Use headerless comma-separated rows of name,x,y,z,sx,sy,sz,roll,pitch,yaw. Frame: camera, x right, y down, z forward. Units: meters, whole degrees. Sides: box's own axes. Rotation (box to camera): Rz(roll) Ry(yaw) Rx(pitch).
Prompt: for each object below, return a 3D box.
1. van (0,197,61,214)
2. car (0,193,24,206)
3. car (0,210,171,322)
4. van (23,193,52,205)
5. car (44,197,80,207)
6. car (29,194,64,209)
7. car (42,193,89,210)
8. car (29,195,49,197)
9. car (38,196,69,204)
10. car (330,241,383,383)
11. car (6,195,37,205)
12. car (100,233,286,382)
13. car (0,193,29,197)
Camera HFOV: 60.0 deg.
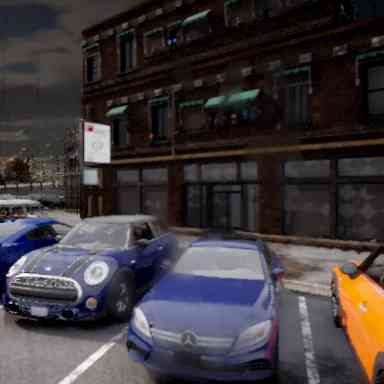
van,-6.726,1.256,11.103,1.878,1.987,4.442,0,-1,15
car,-31.008,1.233,54.858,5.566,2.045,2.435,-1,-1,14
car,-1.847,1.357,7.526,2.185,1.767,4.553,1,-1,15
van,-27.769,1.263,59.887,4.442,1.987,1.878,-1,0,14
car,-20.037,1.496,51.579,2.128,1.511,4.902,0,0,34
car,-18.800,1.232,42.722,5.566,2.045,2.435,1,1,14
car,-17.143,1.234,45.174,5.566,2.045,2.435,1,1,14
car,-20.455,1.512,40.260,4.792,1.488,2.163,1,1,14
car,-25.967,1.490,62.372,4.892,1.521,2.231,-1,-1,14
car,3.009,1.360,3.972,2.185,1.767,4.553,0,-1,16
car,-29.374,1.361,57.372,4.553,1.767,2.185,-1,-1,14
car,0.580,1.524,5.749,2.002,1.452,4.674,1,-1,16
car,-22.053,1.230,37.819,5.566,2.045,2.435,1,0,14
